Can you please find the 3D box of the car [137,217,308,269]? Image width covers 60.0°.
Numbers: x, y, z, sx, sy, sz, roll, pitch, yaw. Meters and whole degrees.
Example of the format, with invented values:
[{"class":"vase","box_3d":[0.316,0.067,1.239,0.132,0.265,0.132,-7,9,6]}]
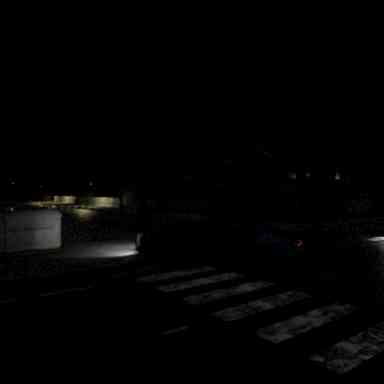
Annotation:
[{"class":"car","box_3d":[0.946,1.535,10.824,5.357,1.411,2.033,0,0,21]}]
